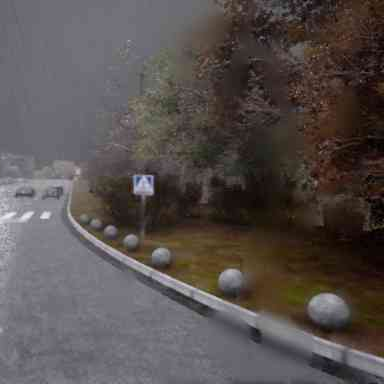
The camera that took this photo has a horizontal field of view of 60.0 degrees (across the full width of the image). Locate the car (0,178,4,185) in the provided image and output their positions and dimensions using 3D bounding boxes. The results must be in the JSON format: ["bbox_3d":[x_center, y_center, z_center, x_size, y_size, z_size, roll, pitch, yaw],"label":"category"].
[{"bbox_3d":[-47.247,-2.356,79.797,1.946,1.575,5.366,1,2,-20],"label":"car"}]

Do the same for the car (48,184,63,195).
[{"bbox_3d":[-20.905,-0.465,51.263,1.882,1.535,5.008,1,2,-20],"label":"car"}]

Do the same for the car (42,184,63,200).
[{"bbox_3d":[-16.891,0.127,39.992,2.033,1.411,5.357,1,2,-19],"label":"car"}]

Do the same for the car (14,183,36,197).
[{"bbox_3d":[-21.251,-0.086,42.571,1.994,1.385,4.181,1,2,-20],"label":"car"}]
